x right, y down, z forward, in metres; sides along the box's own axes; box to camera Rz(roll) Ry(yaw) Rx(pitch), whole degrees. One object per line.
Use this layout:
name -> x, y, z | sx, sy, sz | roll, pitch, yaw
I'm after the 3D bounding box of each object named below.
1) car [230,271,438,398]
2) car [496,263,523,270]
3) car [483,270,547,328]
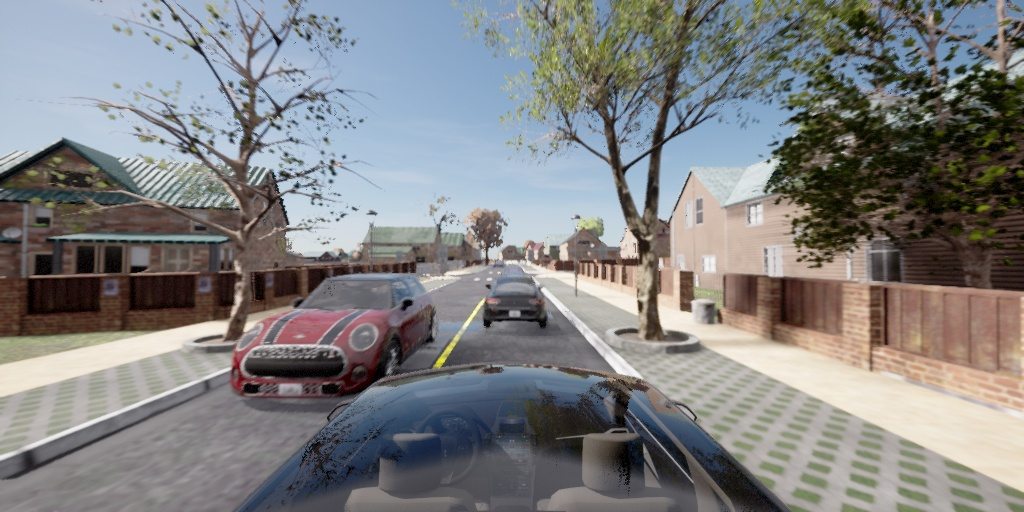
car -> -2.844, 1.136, 6.854 | 2.097, 1.767, 4.553 | 0, 0, 0
car -> 0.108, 1.459, 26.253 | 2.033, 1.411, 5.357 | 0, 0, 0
car -> 0.094, 1.341, 11.597 | 1.812, 1.442, 4.674 | 0, 0, 1
